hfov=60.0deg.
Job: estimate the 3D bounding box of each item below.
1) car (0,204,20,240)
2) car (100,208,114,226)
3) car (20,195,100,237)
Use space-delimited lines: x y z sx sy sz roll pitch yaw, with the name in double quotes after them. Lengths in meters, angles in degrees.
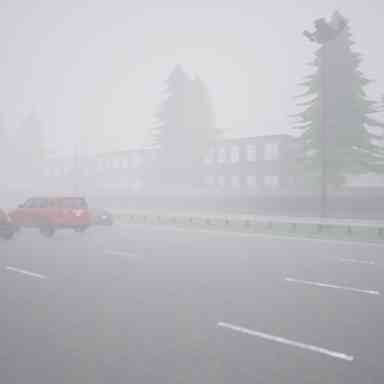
-10.400 1.330 15.601 4.553 1.767 2.097 0 0 35 "car"
-7.106 1.541 21.845 4.181 1.385 1.994 0 0 35 "car"
-7.836 1.201 18.077 5.566 2.045 2.150 0 0 35 "car"
